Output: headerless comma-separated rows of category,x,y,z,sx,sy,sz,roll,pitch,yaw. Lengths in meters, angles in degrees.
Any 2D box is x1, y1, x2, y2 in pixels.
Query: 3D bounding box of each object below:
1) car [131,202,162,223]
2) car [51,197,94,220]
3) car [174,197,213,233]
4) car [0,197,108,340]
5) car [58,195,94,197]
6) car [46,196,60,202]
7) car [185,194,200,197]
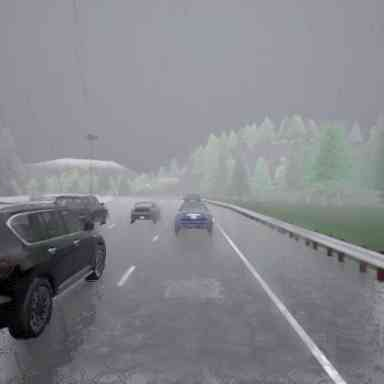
car,-3.412,1.508,25.212,1.837,1.490,4.892,0,0,0
car,-10.411,1.356,29.337,2.097,1.767,4.553,0,0,0
car,0.092,1.354,19.837,2.097,1.767,4.553,0,0,0
car,-3.403,1.222,6.688,2.150,2.045,5.566,0,0,0
car,-6.909,1.224,20.833,2.150,2.045,5.566,0,0,0
car,-31.342,1.547,75.058,1.994,1.385,4.181,0,0,-10
car,0.060,1.226,40.226,2.150,2.045,5.566,0,0,-1
